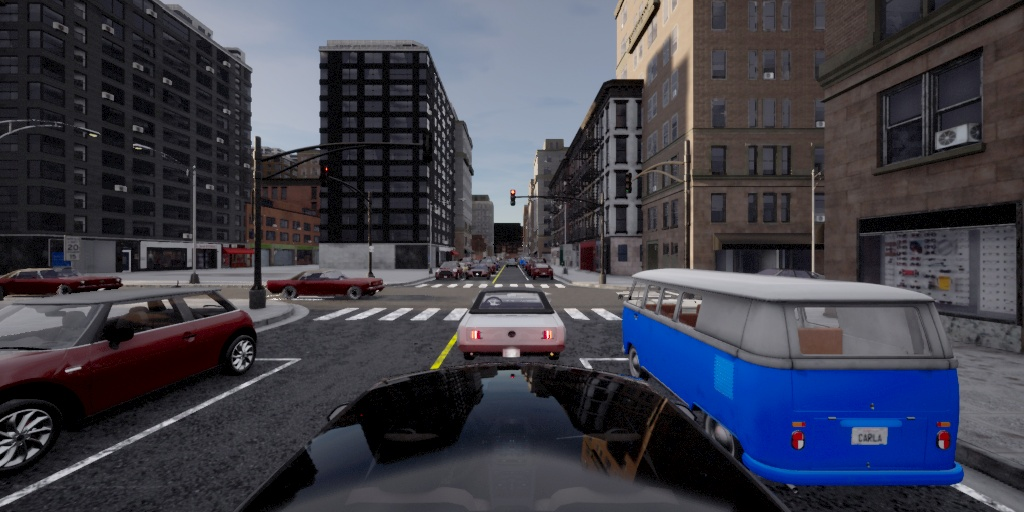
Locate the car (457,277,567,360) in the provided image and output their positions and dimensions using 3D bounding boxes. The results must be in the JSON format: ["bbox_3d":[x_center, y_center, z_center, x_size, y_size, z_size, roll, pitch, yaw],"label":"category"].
[{"bbox_3d":[-0.008,1.351,8.278,1.895,1.301,4.718,0,0,0],"label":"car"}]

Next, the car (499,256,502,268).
[{"bbox_3d":[-2.910,1.099,49.032,2.097,1.767,4.553,0,0,0],"label":"car"}]

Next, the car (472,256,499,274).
[{"bbox_3d":[-2.892,1.100,40.157,2.097,1.767,4.553,0,0,0],"label":"car"}]

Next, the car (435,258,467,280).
[{"bbox_3d":[-5.433,1.188,31.361,1.967,1.591,4.097,0,0,0],"label":"car"}]

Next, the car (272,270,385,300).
[{"bbox_3d":[-8.493,1.313,16.720,4.718,1.301,1.895,0,0,0],"label":"car"}]

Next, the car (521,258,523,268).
[{"bbox_3d":[2.566,1.292,47.602,1.888,1.381,4.507,0,0,0],"label":"car"}]

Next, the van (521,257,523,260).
[{"bbox_3d":[2.558,1.086,53.012,1.690,1.789,3.998,0,0,0],"label":"van"}]

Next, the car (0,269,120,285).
[{"bbox_3d":[-21.267,1.241,16.689,4.718,1.301,1.895,0,0,0],"label":"car"}]

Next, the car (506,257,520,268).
[{"bbox_3d":[-0.004,1.306,62.329,1.994,1.385,4.181,0,0,1],"label":"car"}]

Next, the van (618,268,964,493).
[{"bbox_3d":[2.635,1.091,4.493,1.690,1.789,3.998,0,0,0],"label":"van"}]

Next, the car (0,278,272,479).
[{"bbox_3d":[-5.390,1.190,4.481,1.967,1.591,4.097,0,0,0],"label":"car"}]

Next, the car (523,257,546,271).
[{"bbox_3d":[2.584,1.063,36.783,2.192,1.841,5.009,0,0,0],"label":"car"}]

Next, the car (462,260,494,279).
[{"bbox_3d":[-2.896,1.313,31.537,1.994,1.385,4.181,0,0,-1],"label":"car"}]

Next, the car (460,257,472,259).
[{"bbox_3d":[-5.450,1.063,42.180,2.192,1.841,5.009,0,0,0],"label":"car"}]

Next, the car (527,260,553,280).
[{"bbox_3d":[2.592,1.294,31.374,1.888,1.381,4.507,0,0,0],"label":"car"}]

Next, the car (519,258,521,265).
[{"bbox_3d":[2.549,1.309,58.421,1.948,1.339,4.313,0,0,0],"label":"car"}]
